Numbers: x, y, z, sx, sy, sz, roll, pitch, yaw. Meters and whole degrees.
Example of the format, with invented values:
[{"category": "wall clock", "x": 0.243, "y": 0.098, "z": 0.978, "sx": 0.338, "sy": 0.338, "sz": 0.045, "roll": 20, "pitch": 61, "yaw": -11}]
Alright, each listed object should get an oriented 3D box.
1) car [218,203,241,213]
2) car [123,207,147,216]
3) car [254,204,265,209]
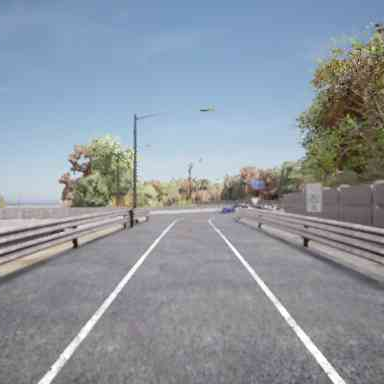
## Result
[{"category": "car", "x": 7.067, "y": 3.271, "z": 62.363, "sx": 1.812, "sy": 1.442, "sz": 4.674, "roll": -1, "pitch": -2, "yaw": 28}, {"category": "car", "x": -7.568, "y": 2.598, "z": 41.729, "sx": 1.994, "sy": 1.385, "sz": 4.181, "roll": -2, "pitch": -3, "yaw": 42}, {"category": "car", "x": 17.817, "y": 4.027, "z": 89.194, "sx": 2.097, "sy": 1.767, "sz": 4.553, "roll": 0, "pitch": -2, "yaw": 13}]
